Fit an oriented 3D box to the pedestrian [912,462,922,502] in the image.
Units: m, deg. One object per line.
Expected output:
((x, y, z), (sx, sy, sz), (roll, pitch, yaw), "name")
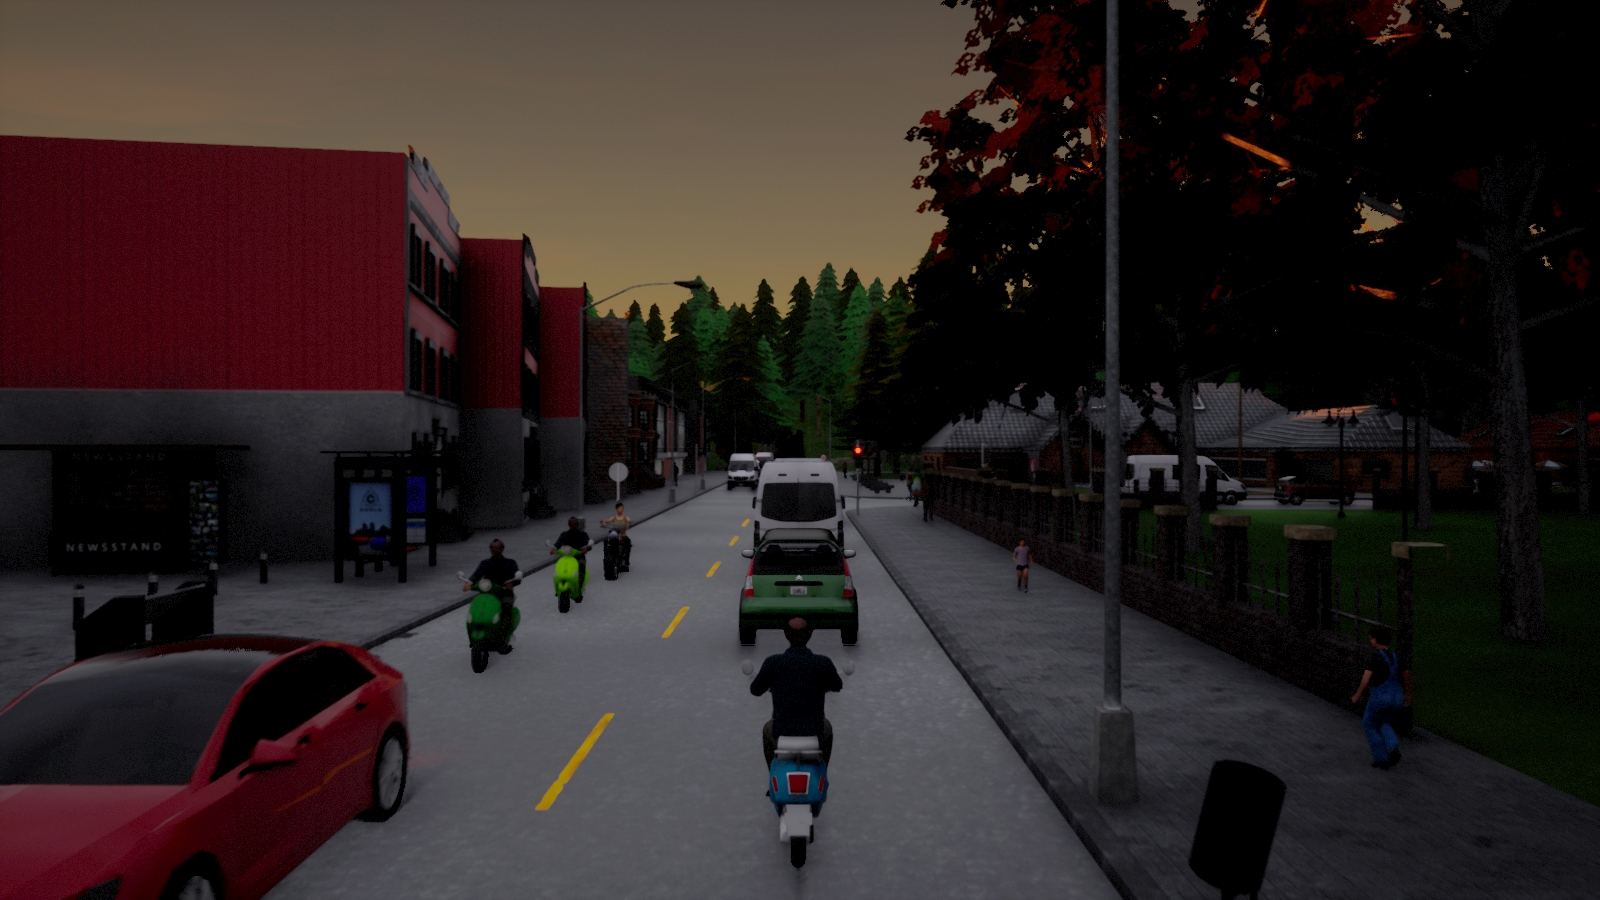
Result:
((5.555, 1.523, 54.268), (0.375, 1.860, 0.375), (0, 0, 16), "pedestrian")

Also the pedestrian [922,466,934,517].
((4.706, 1.525, 41.953), (0.375, 1.860, 0.375), (0, 0, -8), "pedestrian")

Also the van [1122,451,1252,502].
((19.589, 1.314, 58.040), (5.915, 2.561, 1.988), (0, 0, 1), "van")

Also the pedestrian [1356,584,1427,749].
((4.971, 1.805, 9.608), (0.375, 1.300, 0.375), (0, 0, -10), "pedestrian")

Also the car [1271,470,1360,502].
((26.126, 1.806, 57.977), (3.705, 1.549, 1.789), (0, 0, 0), "car")

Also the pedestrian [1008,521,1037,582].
((4.192, 1.904, 21.564), (0.500, 1.100, 0.500), (0, 0, 7), "pedestrian")

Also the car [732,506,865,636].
((-0.023, 1.779, 17.850), (1.851, 1.617, 3.988), (0, 0, 0), "car")

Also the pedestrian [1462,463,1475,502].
((31.436, 1.524, 53.759), (0.375, 1.860, 0.375), (0, 0, -3), "pedestrian")

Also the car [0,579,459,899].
((-4.018, 1.841, 7.288), (2.231, 1.480, 4.892), (0, 0, 0), "car")

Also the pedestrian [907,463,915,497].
((6.006, 1.628, 62.076), (0.375, 1.860, 0.375), (0, 0, 15), "pedestrian")

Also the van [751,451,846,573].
((-0.043, 1.314, 26.930), (1.988, 2.561, 5.915), (0, 0, 0), "van")
